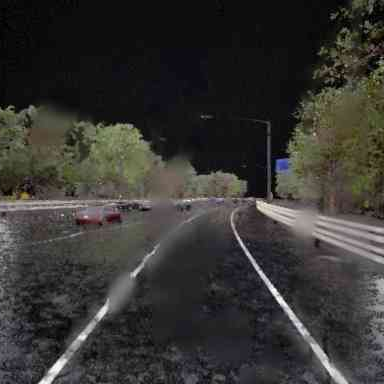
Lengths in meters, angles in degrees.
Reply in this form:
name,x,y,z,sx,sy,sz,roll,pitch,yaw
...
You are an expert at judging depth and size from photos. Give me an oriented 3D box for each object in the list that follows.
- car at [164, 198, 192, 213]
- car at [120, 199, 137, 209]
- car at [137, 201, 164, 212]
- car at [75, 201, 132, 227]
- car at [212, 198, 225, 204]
name,x,y,z,sx,sy,sz,roll,pitch,yaw
car,-1.478,1.574,41.243,2.097,1.767,4.553,0,-1,14
car,-8.216,1.702,43.173,1.837,1.490,4.892,0,-1,15
car,-4.841,1.774,42.235,1.994,1.385,4.181,0,-1,15
car,-6.194,1.565,23.001,1.994,1.385,4.181,2,0,15
car,7.623,2.438,90.387,2.033,1.411,5.357,0,-1,15
